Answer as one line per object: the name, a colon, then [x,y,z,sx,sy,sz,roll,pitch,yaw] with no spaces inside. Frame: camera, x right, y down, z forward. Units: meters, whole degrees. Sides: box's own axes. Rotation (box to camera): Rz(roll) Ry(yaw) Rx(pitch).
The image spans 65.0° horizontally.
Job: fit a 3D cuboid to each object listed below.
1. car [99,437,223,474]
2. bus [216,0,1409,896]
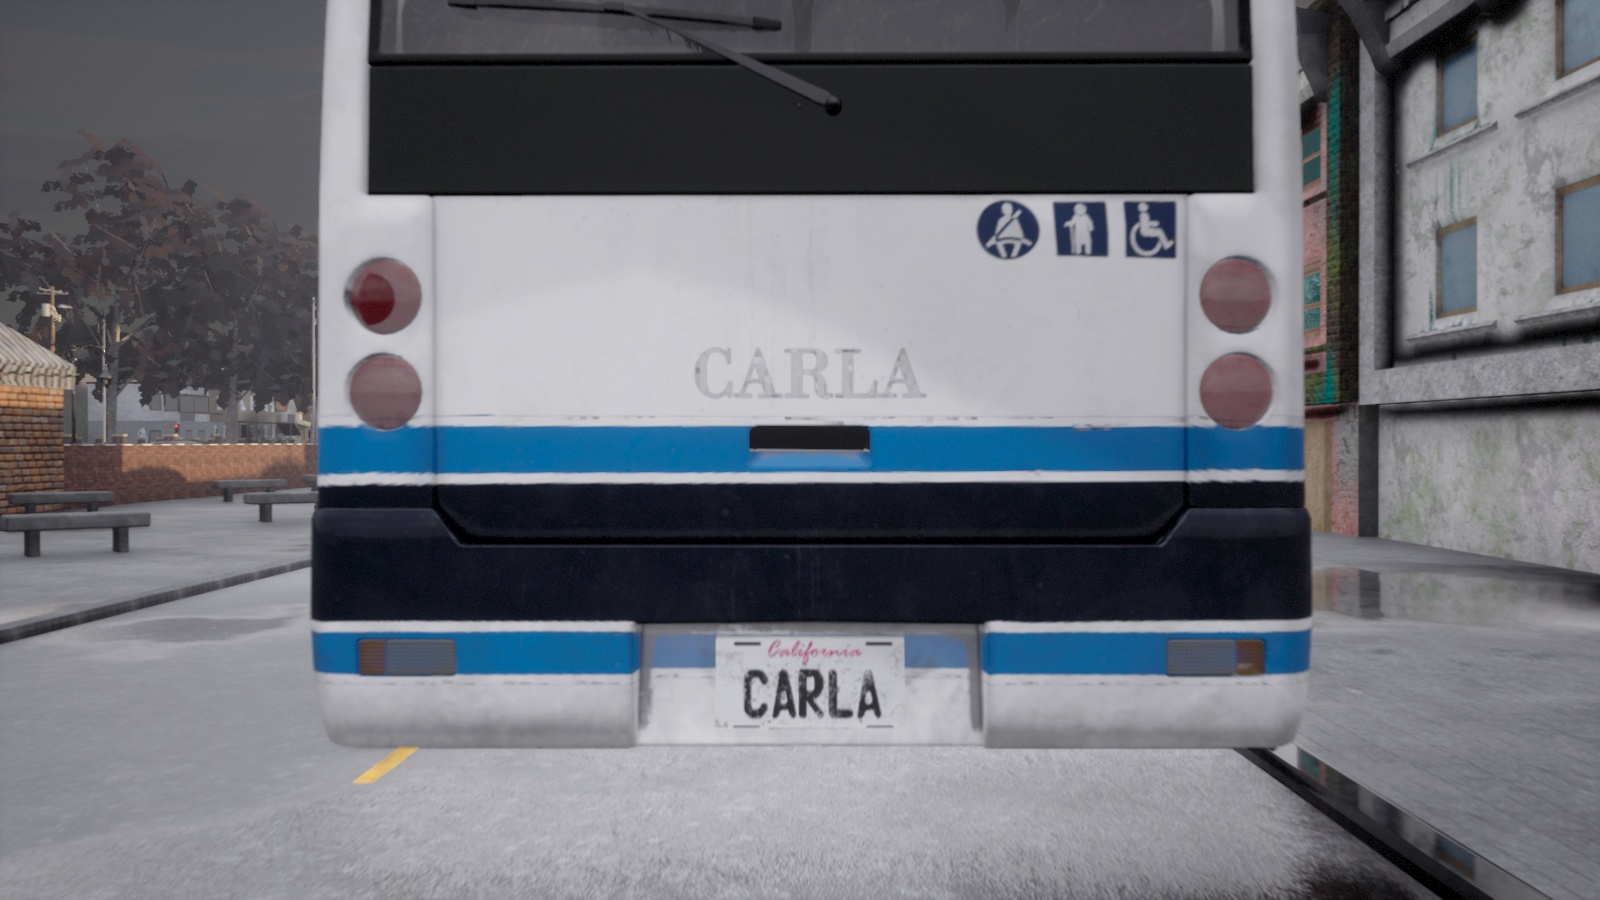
car: [-29.651,0.238,58.399,4.611,1.667,2.242,0,0,-2]
bus: [0.068,-0.682,9.292,3.944,4.253,10.273,0,0,0]
